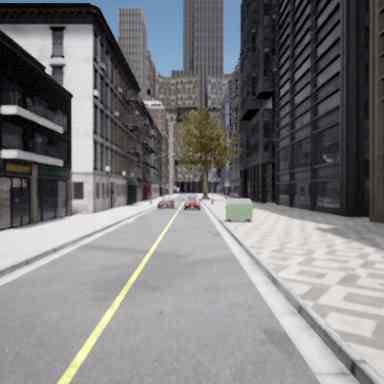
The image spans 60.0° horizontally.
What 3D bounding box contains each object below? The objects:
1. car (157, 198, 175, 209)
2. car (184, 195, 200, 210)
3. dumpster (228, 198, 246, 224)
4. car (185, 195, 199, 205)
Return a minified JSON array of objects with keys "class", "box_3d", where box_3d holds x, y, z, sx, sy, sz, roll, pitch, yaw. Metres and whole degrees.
[{"class":"car","box_3d":[-3.101,1.374,40.570,1.994,1.385,4.181,0,0,0]},{"class":"car","box_3d":[0.032,1.416,39.624,1.895,1.301,4.718,0,0,0]},{"class":"dumpster","box_3d":[3.128,1.295,23.288,1.020,1.700,1.940,0,0,0]},{"class":"car","box_3d":[0.011,1.231,53.391,2.128,1.511,4.902,0,0,1]}]
